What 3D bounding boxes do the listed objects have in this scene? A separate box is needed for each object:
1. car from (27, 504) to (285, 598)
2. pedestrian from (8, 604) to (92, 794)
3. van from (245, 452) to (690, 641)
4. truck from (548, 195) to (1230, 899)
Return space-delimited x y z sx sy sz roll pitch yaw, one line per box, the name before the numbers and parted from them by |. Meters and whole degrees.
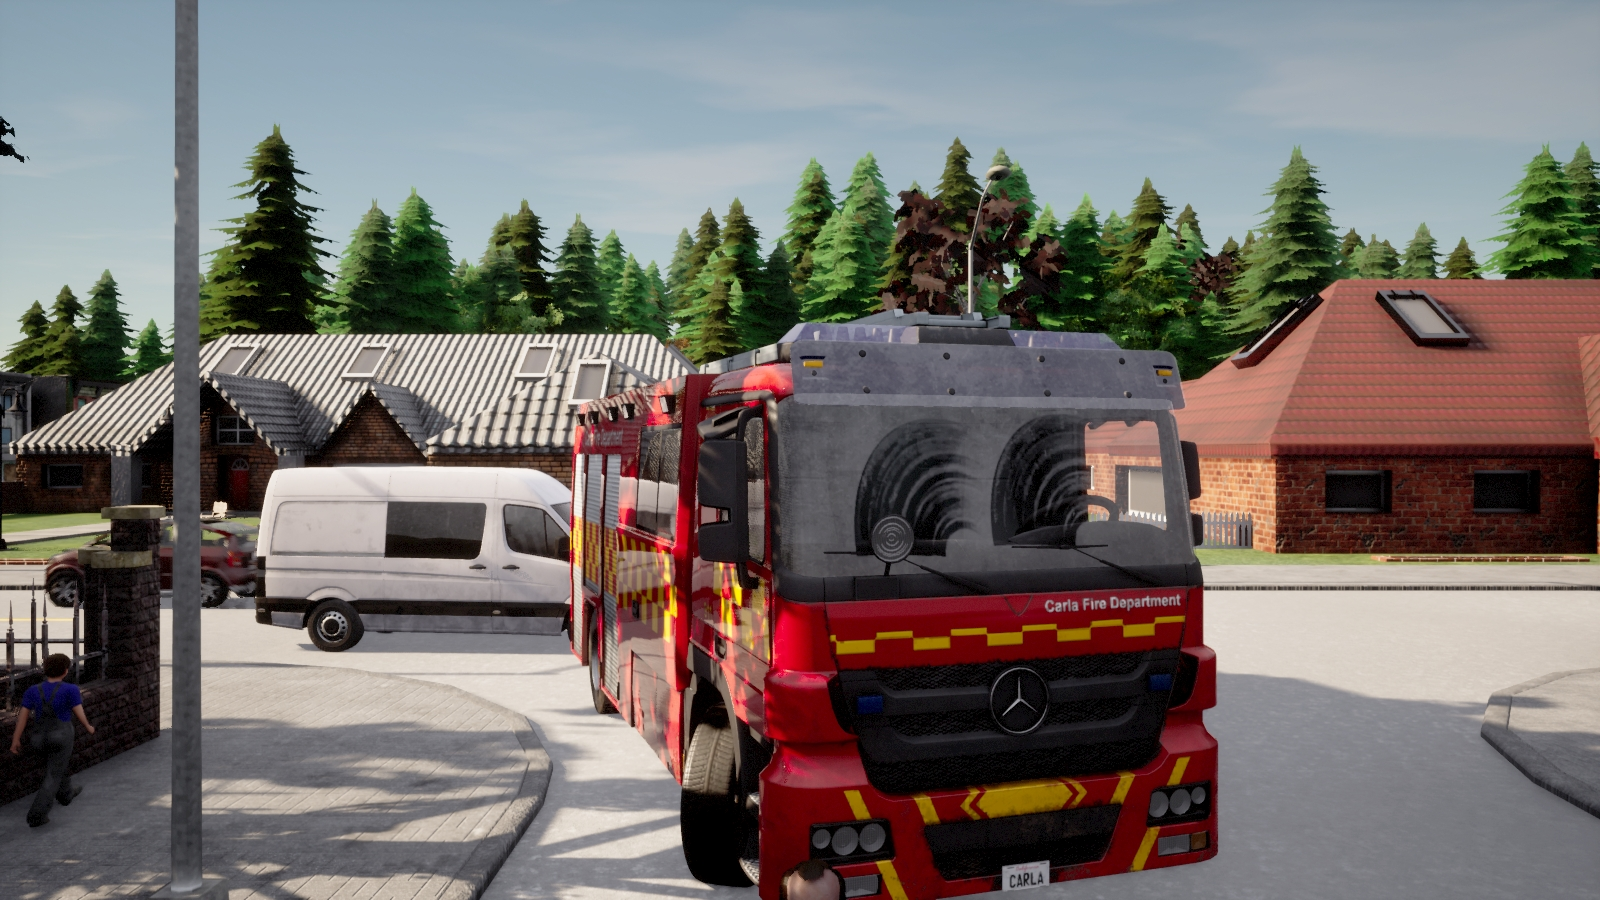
car | -11.667 1.806 20.880 3.705 1.549 1.789 0 0 0
pedestrian | -5.481 1.806 8.356 0.375 1.300 0.375 0 0 -3
van | -4.701 1.314 16.673 5.915 2.561 1.988 0 0 4
truck | -0.279 0.670 10.050 2.891 3.827 8.468 0 0 -19
